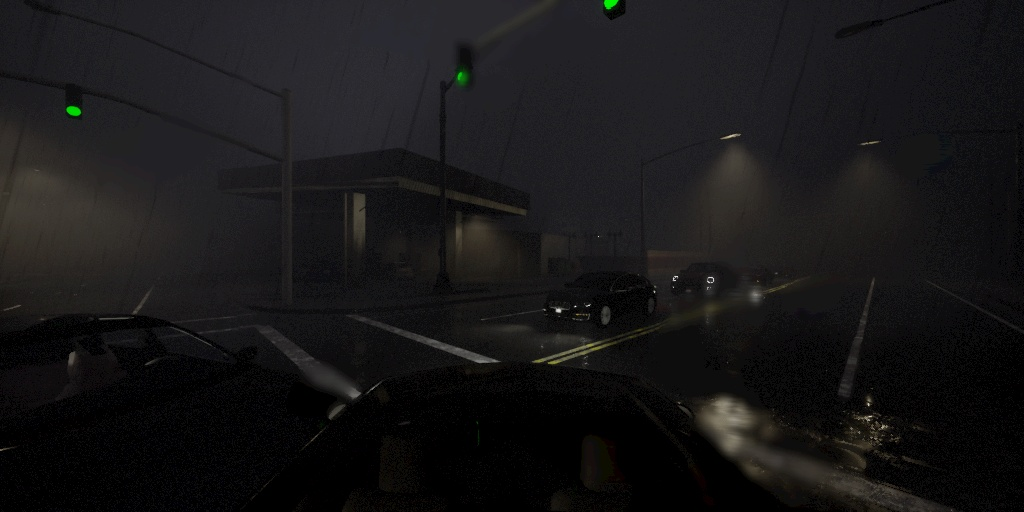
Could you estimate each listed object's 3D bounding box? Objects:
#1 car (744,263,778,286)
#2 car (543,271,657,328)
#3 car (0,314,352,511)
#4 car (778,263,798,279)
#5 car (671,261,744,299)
[{"bbox_3d":[16.919,1.314,25.190,1.994,1.385,4.181,0,0,45],"label":"car"},{"bbox_3d":[3.006,1.255,11.584,4.892,1.490,1.837,0,0,-45],"label":"car"},{"bbox_3d":[-3.393,1.242,2.634,4.902,1.511,2.128,0,0,15],"label":"car"},{"bbox_3d":[24.129,1.314,32.166,4.181,1.385,1.994,0,0,-44],"label":"car"},{"bbox_3d":[9.918,1.102,18.355,4.553,1.767,2.097,0,0,-44],"label":"car"}]
